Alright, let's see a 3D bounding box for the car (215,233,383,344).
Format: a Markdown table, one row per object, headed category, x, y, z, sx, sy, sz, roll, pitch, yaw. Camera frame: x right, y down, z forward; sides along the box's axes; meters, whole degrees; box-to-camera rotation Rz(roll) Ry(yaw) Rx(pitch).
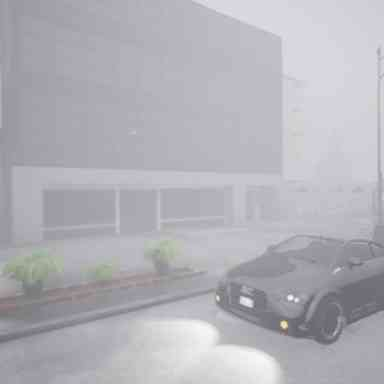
| category | x | y | z | sx | sy | sz | roll | pitch | yaw |
| --- | --- | --- | --- | --- | --- | --- | --- | --- | --- |
| car | 2.475 | 1.516 | 6.346 | 4.181 | 1.385 | 1.994 | 0 | 0 | -35 |
